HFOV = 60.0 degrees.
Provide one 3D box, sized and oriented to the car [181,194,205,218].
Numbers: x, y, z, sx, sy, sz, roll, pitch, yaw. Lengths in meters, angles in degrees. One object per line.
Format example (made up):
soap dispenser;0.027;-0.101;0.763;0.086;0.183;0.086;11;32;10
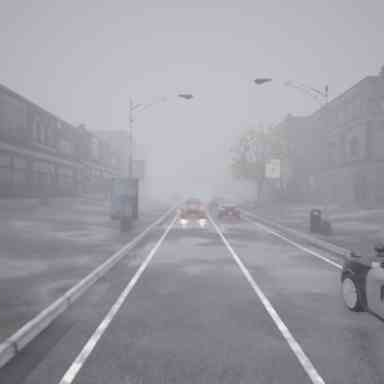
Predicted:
car;0.091;1.362;29.900;2.097;1.767;4.553;0;0;0

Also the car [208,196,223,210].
car;3.150;1.312;41.714;2.097;1.767;4.553;0;0;1

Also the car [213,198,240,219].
car;3.134;1.547;29.338;1.812;1.442;4.674;0;0;1

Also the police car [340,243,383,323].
police car;3.909;1.446;4.834;1.930;1.638;5.238;0;0;0

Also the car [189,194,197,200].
car;0.253;1.152;79.738;1.837;1.490;4.892;0;0;0
